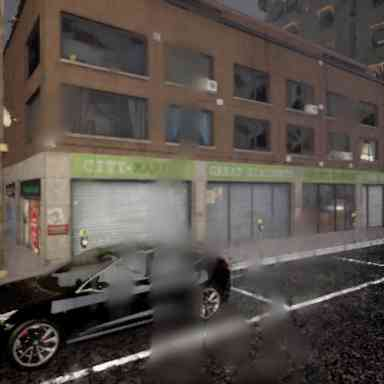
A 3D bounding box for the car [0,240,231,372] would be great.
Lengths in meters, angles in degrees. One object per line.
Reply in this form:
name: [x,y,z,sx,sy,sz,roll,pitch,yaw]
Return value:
car: [-1.243,1.573,5.683,4.313,1.339,1.947,0,-1,-36]
